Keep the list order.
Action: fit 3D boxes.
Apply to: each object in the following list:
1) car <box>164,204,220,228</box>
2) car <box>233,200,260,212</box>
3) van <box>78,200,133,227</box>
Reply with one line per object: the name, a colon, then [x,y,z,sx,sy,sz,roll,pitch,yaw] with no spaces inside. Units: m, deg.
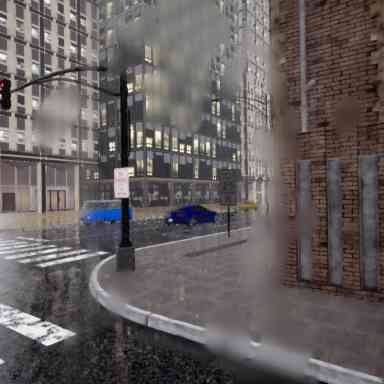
car: [0.043,1.535,21.992,1.812,1.442,4.674,-1,-1,36]
car: [6.812,1.689,41.400,1.752,1.417,4.829,-2,-1,36]
van: [-6.020,1.460,23.488,1.690,1.788,3.998,-2,-1,36]
